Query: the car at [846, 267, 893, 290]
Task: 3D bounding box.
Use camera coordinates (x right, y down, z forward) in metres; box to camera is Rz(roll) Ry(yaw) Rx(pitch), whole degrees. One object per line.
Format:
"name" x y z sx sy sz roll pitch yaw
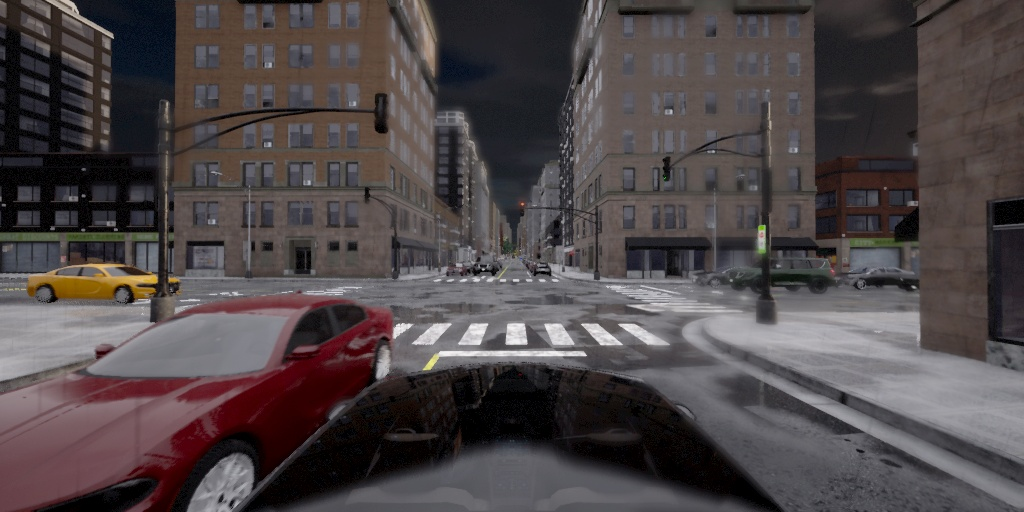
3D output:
"car" 24.238 1.463 24.200 4.902 1.511 2.128 0 -1 0

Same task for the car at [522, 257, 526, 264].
"car" 3.328 1.315 63.890 1.948 1.339 4.313 0 0 1

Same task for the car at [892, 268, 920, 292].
"car" 25.724 1.550 20.943 4.718 1.301 1.895 0 -1 0

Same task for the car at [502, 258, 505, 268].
"car" -2.502 1.352 58.192 1.895 1.301 4.718 0 0 1

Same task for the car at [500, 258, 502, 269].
"car" -2.643 1.258 47.936 1.837 1.490 4.892 0 0 1

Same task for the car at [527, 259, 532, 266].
"car" 3.048 1.297 41.769 1.888 1.381 4.507 0 0 1

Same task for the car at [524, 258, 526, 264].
"car" 3.188 1.296 52.829 1.888 1.381 4.507 0 0 1

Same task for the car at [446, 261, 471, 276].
"car" -5.547 1.336 36.342 1.802 1.307 4.207 0 0 1

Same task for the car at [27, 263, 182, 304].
"car" -16.282 1.070 14.506 5.008 1.535 1.882 0 -1 1

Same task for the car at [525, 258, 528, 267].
"car" 3.118 1.302 47.299 2.007 1.370 4.403 0 0 1

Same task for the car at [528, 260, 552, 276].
"car" 2.979 1.318 36.238 1.948 1.339 4.313 0 0 1

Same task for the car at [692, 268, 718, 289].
"car" 14.833 1.401 24.260 4.902 1.511 2.128 0 -1 2

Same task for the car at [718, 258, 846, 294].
"car" 15.622 1.105 21.013 5.566 2.045 2.150 0 -1 0

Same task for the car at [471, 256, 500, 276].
"car" -2.770 0.976 37.848 2.150 2.045 5.566 0 0 1

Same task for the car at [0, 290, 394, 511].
"car" -2.888 1.228 4.040 1.882 1.535 5.008 1 0 0
